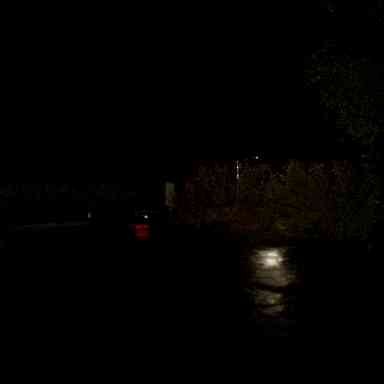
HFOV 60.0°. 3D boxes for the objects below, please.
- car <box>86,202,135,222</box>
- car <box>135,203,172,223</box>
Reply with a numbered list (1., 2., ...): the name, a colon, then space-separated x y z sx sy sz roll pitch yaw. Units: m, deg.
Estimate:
1. car: -6.411 1.634 27.742 2.128 1.511 4.902 0 -1 41
2. car: -1.932 1.650 27.251 1.837 1.490 4.892 0 -1 41
